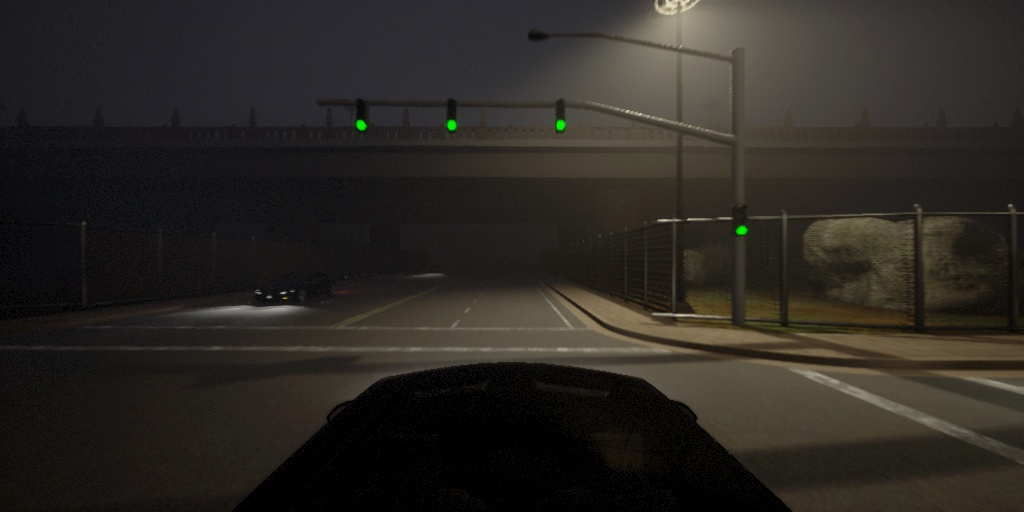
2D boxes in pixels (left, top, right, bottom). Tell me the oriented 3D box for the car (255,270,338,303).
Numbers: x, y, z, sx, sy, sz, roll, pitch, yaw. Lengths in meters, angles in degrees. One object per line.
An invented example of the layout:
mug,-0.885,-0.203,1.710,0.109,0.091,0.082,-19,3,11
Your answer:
car,-10.502,1.487,17.912,1.837,1.490,4.892,0,1,0

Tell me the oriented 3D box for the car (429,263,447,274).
car,-10.506,1.703,51.249,2.128,1.511,4.902,0,0,0
